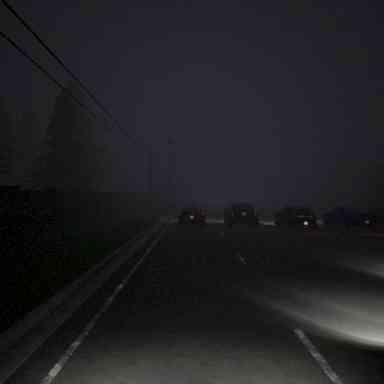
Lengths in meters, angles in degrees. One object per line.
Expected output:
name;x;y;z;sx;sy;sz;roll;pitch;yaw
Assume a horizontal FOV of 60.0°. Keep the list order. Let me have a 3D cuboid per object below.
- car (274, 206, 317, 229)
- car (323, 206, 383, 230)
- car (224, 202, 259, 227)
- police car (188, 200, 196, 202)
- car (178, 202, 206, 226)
car;7.094;1.716;23.144;1.837;1.490;4.892;0;-1;0
car;10.594;1.683;22.579;1.882;1.535;5.008;0;-1;0
car;3.595;1.580;25.060;2.097;1.767;4.553;0;-1;0
police car;-0.008;2.038;51.358;2.038;1.542;4.974;0;0;0
car;0.000;1.781;25.244;2.163;1.488;4.792;0;-1;0
